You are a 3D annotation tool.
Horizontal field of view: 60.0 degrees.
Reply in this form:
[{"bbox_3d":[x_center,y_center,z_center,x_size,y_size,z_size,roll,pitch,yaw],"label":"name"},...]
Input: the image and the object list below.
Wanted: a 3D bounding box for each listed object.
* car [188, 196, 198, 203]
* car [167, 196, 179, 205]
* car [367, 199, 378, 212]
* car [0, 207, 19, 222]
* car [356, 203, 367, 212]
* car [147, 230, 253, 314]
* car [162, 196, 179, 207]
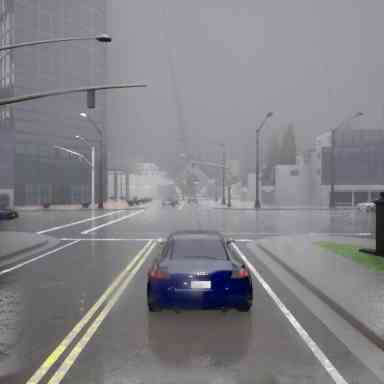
[{"bbox_3d":[0.232,1.546,70.301,2.033,1.411,5.357,0,0,5],"label":"car"},{"bbox_3d":[-3.500,1.505,61.605,1.837,1.490,4.892,0,0,1],"label":"car"},{"bbox_3d":[20.529,1.515,33.608,4.181,1.385,1.994,0,0,0],"label":"car"},{"bbox_3d":[-15.996,1.668,26.149,4.181,1.385,1.994,-1,0,0],"label":"car"},{"bbox_3d":[20.770,1.477,37.123,4.674,1.442,1.812,0,0,-2],"label":"car"},{"bbox_3d":[0.093,1.564,7.727,1.994,1.385,4.181,0,0,-2],"label":"car"},{"bbox_3d":[-3.553,1.491,51.205,2.128,1.511,4.902,0,0,0],"label":"car"}]
